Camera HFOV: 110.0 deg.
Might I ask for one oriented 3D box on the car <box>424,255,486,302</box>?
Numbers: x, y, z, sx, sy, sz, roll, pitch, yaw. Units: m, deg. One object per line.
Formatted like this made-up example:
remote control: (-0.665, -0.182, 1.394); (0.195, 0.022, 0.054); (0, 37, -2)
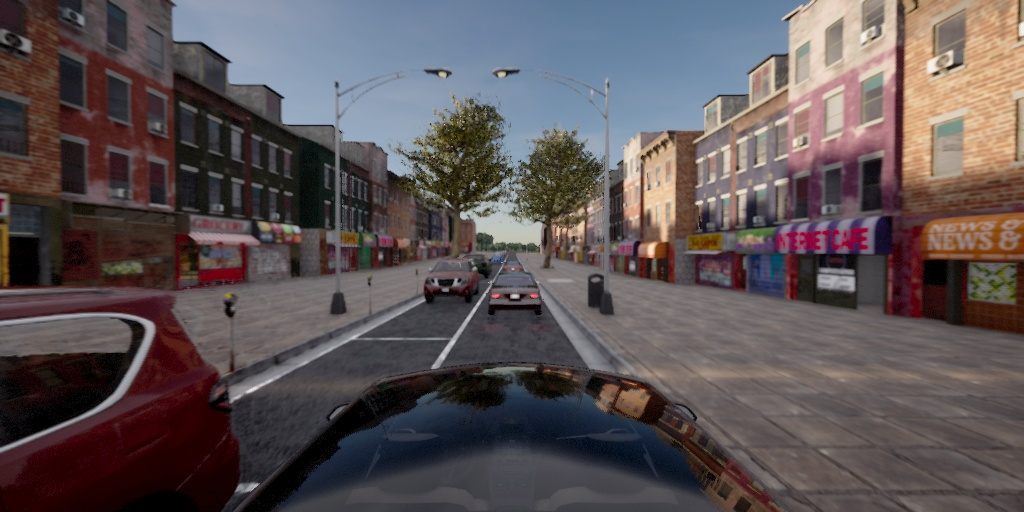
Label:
car: (-2.642, 1.026, 16.794); (2.192, 1.841, 5.009); (0, 0, 0)

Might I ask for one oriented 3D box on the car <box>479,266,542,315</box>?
car: (0.093, 1.278, 13.545); (2.033, 1.411, 5.357); (0, 0, 0)

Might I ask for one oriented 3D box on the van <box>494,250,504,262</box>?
van: (-2.648, 0.369, 61.166); (1.690, 1.789, 3.998); (0, 0, 0)

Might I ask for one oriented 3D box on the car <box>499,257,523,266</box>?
car: (0.091, 1.087, 33.607); (1.994, 1.385, 4.181); (0, 1, 0)

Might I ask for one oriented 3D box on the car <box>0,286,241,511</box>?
car: (-2.640, 1.062, 0.150); (2.192, 1.841, 5.009); (0, 0, 0)

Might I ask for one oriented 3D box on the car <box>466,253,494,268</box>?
car: (-2.987, 0.791, 30.788); (2.150, 2.045, 5.566); (0, 1, 0)

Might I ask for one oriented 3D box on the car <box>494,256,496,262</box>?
car: (-3.027, 0.969, 37.761); (1.837, 1.490, 4.892); (0, 1, 0)
